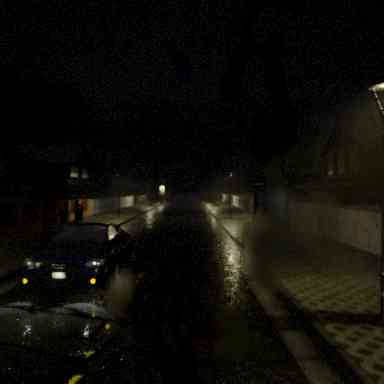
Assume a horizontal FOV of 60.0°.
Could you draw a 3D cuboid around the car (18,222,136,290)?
[{"bbox_3d":[-2.759,1.530,8.882,1.994,1.385,4.181,0,0,0],"label":"car"}]
